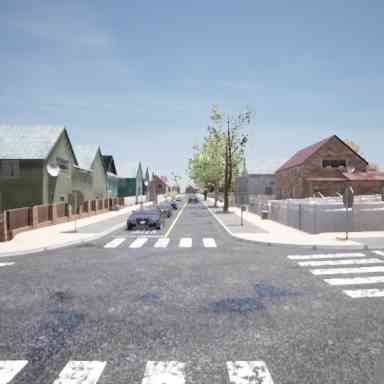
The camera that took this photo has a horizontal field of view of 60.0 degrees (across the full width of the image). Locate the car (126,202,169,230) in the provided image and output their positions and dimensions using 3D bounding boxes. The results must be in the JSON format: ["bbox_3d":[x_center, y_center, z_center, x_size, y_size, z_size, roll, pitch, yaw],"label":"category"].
[{"bbox_3d":[-2.813,1.567,21.109,1.994,1.385,4.181,0,0,1],"label":"car"}]

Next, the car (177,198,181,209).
[{"bbox_3d":[-2.730,1.604,41.727,1.895,1.301,4.718,0,0,0],"label":"car"}]

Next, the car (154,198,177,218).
[{"bbox_3d":[-2.766,1.496,30.290,2.128,1.511,4.902,0,0,0],"label":"car"}]

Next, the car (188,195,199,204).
[{"bbox_3d":[0.268,1.346,65.452,2.097,1.767,4.553,0,0,1],"label":"car"}]
